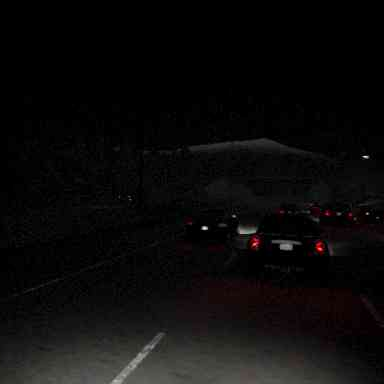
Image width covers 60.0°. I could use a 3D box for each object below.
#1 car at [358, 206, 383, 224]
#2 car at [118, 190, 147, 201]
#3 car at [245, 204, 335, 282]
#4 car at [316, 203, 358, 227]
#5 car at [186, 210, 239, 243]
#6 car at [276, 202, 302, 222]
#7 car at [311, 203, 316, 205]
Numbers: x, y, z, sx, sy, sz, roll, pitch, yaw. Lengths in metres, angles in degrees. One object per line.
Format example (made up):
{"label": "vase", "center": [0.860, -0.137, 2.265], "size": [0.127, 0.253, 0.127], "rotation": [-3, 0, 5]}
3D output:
{"label": "car", "center": [15.907, 1.952, 29.556], "size": [1.812, 1.442, 4.674], "rotation": [2, 0, 16]}
{"label": "car", "center": [-8.272, 0.565, 46.851], "size": [2.150, 2.045, 5.566], "rotation": [2, 0, 16]}
{"label": "car", "center": [2.985, 1.424, 10.422], "size": [2.097, 1.767, 4.553], "rotation": [2, 0, 17]}
{"label": "car", "center": [11.256, 1.646, 26.114], "size": [2.097, 1.767, 4.553], "rotation": [2, 0, 16]}
{"label": "car", "center": [1.130, 1.573, 16.502], "size": [1.994, 1.385, 4.181], "rotation": [2, 0, 16]}
{"label": "car", "center": [8.858, 1.764, 30.387], "size": [2.033, 1.411, 5.357], "rotation": [2, 0, 16]}
{"label": "car", "center": [15.205, 1.955, 39.588], "size": [1.994, 1.385, 4.181], "rotation": [2, 0, 16]}
